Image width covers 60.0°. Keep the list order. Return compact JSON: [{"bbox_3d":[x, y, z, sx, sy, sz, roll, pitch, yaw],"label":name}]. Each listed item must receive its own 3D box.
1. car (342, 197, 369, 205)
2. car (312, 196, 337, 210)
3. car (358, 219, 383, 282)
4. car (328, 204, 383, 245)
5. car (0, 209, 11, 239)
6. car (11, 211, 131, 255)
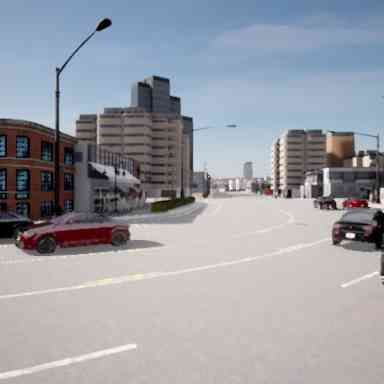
[{"bbox_3d":[18.953,1.297,38.696,1.812,1.442,4.674,0,0,8],"label":"car"},{"bbox_3d":[15.453,1.270,38.865,1.837,1.490,4.892,0,0,8],"label":"car"},{"bbox_3d":[6.061,1.447,7.713,4.902,1.511,2.128,0,1,-41],"label":"car"},{"bbox_3d":[7.360,1.442,14.106,1.812,1.442,4.674,1,1,40],"label":"car"},{"bbox_3d":[-9.047,1.459,14.649,4.181,1.385,1.994,0,1,-26],"label":"car"},{"bbox_3d":[-4.512,1.475,12.989,4.181,1.385,1.994,0,1,-34],"label":"car"}]
